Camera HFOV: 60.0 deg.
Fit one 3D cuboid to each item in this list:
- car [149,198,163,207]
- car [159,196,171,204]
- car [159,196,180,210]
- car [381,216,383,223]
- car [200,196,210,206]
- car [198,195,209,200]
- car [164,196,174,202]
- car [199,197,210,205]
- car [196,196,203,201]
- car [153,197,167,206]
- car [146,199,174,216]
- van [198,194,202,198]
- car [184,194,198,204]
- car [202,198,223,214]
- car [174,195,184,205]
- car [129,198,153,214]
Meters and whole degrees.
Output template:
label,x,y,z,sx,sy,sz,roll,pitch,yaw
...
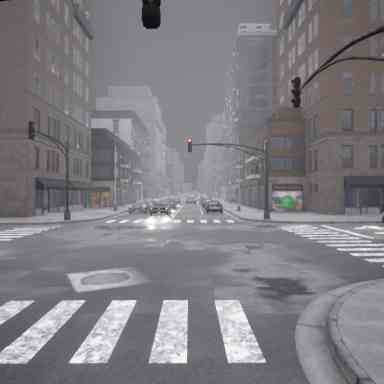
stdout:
label,x,y,z,sx,sy,sz,roll,pitch,yaw
car,-5.627,1.653,52.727,1.802,1.307,4.206,0,0,0
car,-5.594,1.552,69.260,1.967,1.590,4.097,0,0,0
car,-3.099,1.617,43.878,1.994,1.385,4.181,0,0,1
car,14.200,1.511,20.692,4.181,1.385,1.994,0,0,0
car,2.387,1.641,47.201,1.802,1.307,4.206,0,0,0
car,2.398,1.637,52.711,1.947,1.339,4.313,0,0,0
car,-5.572,1.694,80.281,2.008,1.369,4.403,0,0,0
car,2.420,1.647,63.733,2.008,1.369,4.403,0,0,0
car,2.063,1.698,90.147,1.812,1.442,4.674,0,0,0
car,-5.616,1.634,58.238,2.008,1.369,4.403,0,0,0
car,-3.128,1.637,33.558,1.895,1.301,4.718,0,0,0
van,2.409,1.424,58.222,1.690,1.788,3.998,0,0,0
car,-0.217,1.661,63.746,1.994,1.385,4.181,0,0,0
car,2.365,1.606,36.178,1.947,1.339,4.313,0,0,0
car,-3.033,1.655,61.134,1.994,1.385,4.181,0,0,1
car,-5.660,1.480,36.195,1.967,1.590,4.097,0,0,0
